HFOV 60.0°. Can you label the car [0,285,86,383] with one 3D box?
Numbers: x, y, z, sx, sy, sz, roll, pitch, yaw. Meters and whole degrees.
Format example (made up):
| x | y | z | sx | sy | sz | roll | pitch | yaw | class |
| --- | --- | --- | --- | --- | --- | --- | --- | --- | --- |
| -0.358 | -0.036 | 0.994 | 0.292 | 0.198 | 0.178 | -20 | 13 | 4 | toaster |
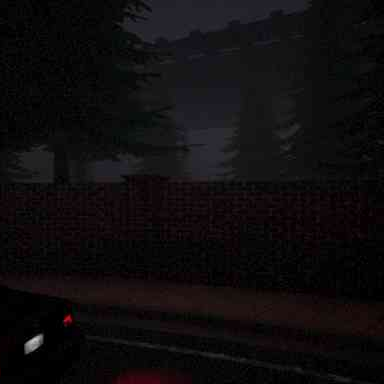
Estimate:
| x | y | z | sx | sy | sz | roll | pitch | yaw | class |
| --- | --- | --- | --- | --- | --- | --- | --- | --- | --- |
| -4.009 | 1.547 | 3.820 | 5.357 | 1.411 | 2.033 | 0 | 0 | 12 | car |
